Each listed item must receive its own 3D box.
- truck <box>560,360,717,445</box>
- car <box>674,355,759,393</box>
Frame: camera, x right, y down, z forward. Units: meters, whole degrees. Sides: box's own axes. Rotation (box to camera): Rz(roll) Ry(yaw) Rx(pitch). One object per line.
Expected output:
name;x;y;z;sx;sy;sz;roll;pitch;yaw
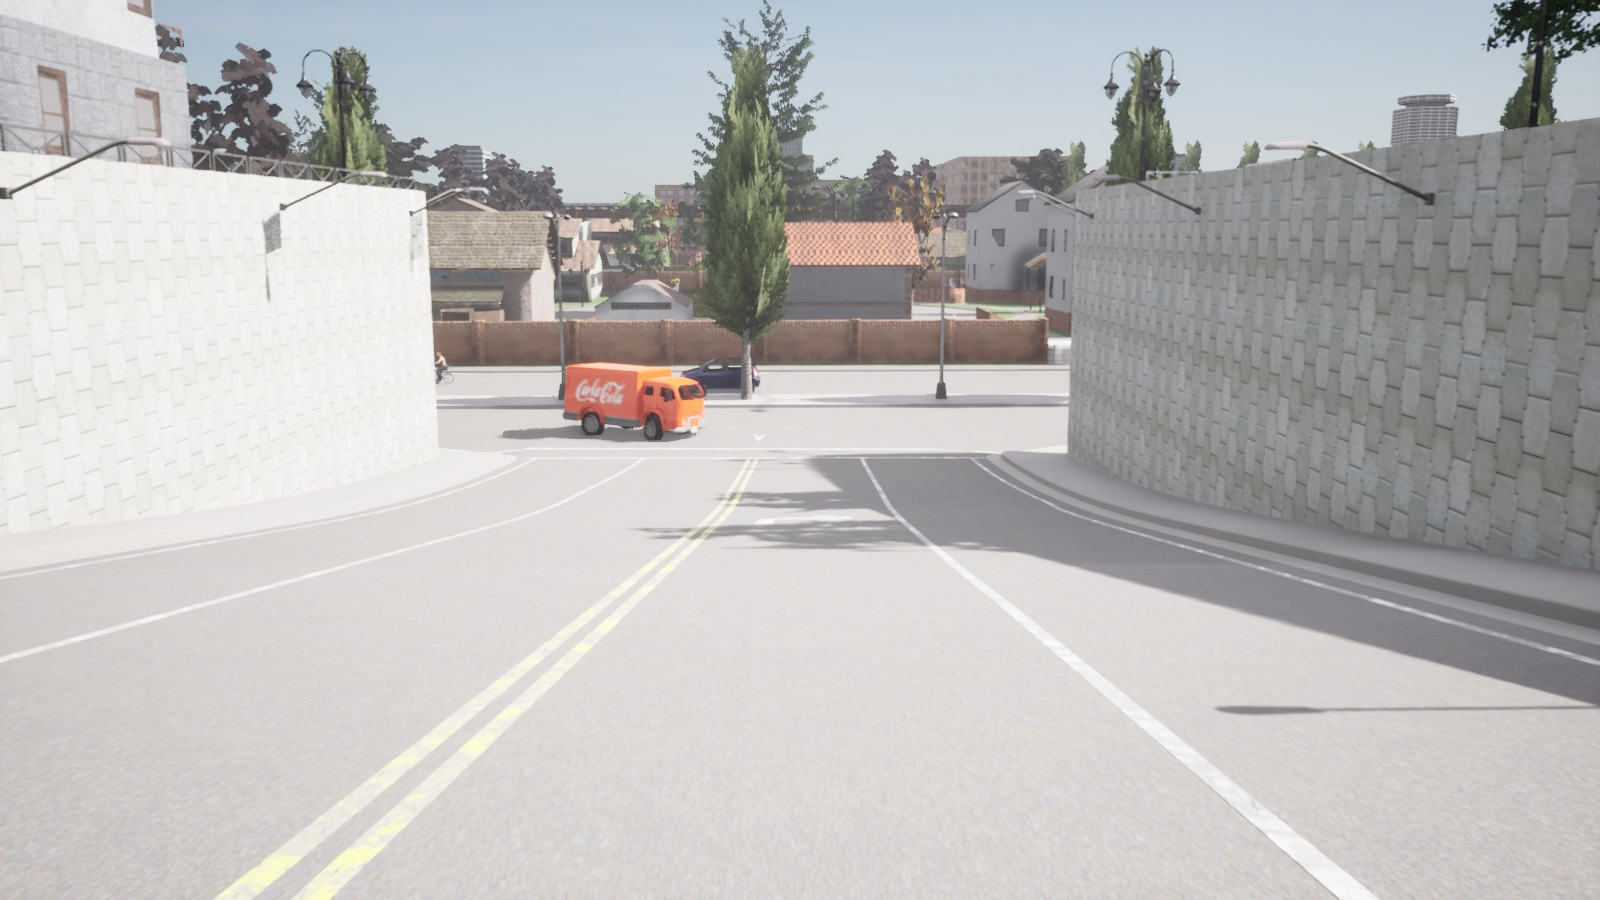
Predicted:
truck;-5.979;-1.814;46.237;5.204;2.467;2.627;7;10;31
car;-3.955;-3.648;59.960;3.988;1.617;1.851;0;10;-1
